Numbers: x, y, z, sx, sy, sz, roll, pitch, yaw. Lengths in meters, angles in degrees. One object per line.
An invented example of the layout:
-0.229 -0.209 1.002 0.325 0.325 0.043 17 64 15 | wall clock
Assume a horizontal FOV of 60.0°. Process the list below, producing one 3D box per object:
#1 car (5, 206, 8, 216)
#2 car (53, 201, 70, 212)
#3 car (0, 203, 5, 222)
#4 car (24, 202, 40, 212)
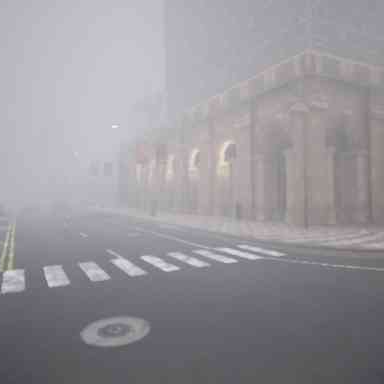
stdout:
-20.663 1.881 35.047 1.812 1.442 4.674 -1 0 -27 | car
-17.264 1.836 43.987 2.033 1.411 5.357 -1 0 -27 | car
-16.093 1.783 26.086 1.837 1.490 4.892 -1 0 -27 | car
-21.406 1.964 44.450 1.895 1.301 4.718 -1 0 -27 | car
